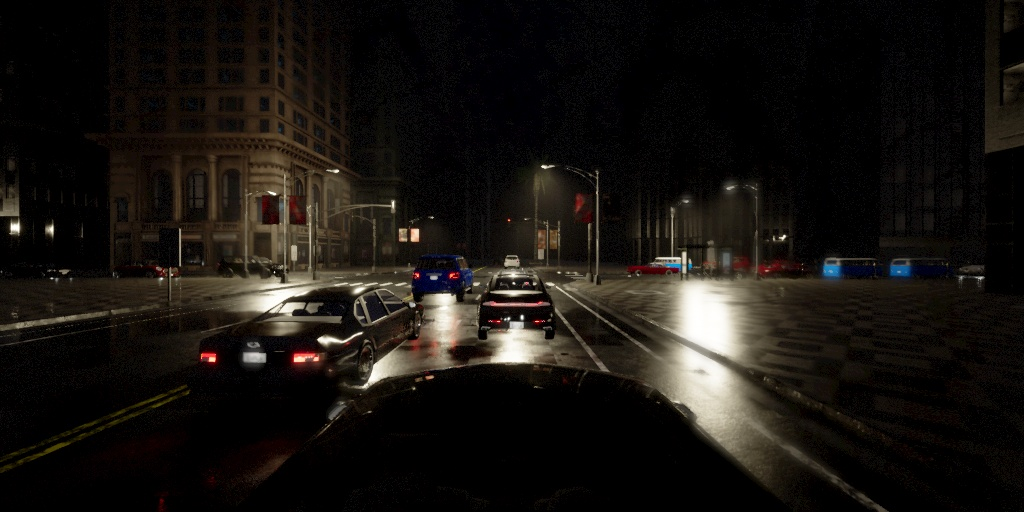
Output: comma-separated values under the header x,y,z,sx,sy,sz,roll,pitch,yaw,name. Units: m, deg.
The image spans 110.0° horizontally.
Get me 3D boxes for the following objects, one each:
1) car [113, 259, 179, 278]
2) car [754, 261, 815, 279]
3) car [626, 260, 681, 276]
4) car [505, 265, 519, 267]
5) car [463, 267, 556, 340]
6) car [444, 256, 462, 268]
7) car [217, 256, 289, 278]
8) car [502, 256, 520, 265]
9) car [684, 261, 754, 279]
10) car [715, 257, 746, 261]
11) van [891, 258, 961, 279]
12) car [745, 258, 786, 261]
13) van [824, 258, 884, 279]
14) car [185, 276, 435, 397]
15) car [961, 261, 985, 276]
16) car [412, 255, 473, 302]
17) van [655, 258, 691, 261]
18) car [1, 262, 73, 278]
x,y,z,sx,sy,sz,roll,pitch,yaw,name
-33.164,1.138,32.582,4.553,1.767,2.097,0,0,0,car
22.747,1.326,29.833,4.207,1.307,1.802,0,0,0,car
13.893,1.335,35.691,4.718,1.301,1.895,0,0,2,car
0.084,1.351,19.096,1.895,1.301,4.718,0,0,0,car
0.093,1.240,9.981,2.128,1.511,4.902,0,0,0,car
-9.835,0.974,60.141,2.150,2.045,5.566,0,0,0,car
-23.445,0.996,32.528,5.566,2.045,2.150,0,0,0,car
0.046,0.976,56.187,2.150,2.045,5.566,0,0,1,car
17.069,1.299,29.831,4.403,1.370,2.007,0,0,0,car
22.742,1.035,38.358,5.009,1.841,2.192,0,0,0,car
34.101,1.079,29.838,3.998,1.789,1.690,0,0,0,van
26.438,1.204,35.694,5.008,1.535,1.882,-1,0,0,car
28.425,1.082,29.836,3.998,1.789,1.690,0,0,0,van
-3.148,1.297,6.912,2.033,1.411,5.357,0,0,0,car
47.490,1.247,35.613,4.674,1.442,1.812,0,0,0,car
-3.152,0.972,17.153,2.150,2.045,5.566,0,0,0,car
17.064,1.065,38.356,3.998,1.789,1.690,0,0,0,van
-43.146,1.289,32.635,4.902,1.511,2.128,0,0,0,car
